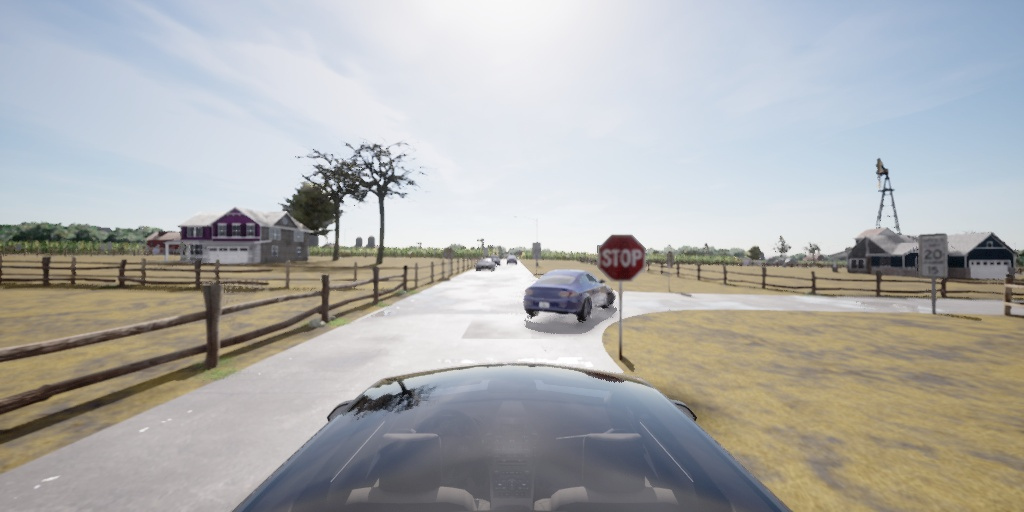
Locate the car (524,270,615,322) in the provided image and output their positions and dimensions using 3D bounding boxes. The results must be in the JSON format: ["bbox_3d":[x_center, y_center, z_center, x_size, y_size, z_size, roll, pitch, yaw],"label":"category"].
[{"bbox_3d":[1.986,1.179,11.890,1.812,1.442,4.674,0,0,28],"label":"car"}]

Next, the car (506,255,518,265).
[{"bbox_3d":[-0.012,0.748,62.569,1.812,1.442,4.674,0,0,0],"label":"car"}]

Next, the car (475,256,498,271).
[{"bbox_3d":[-2.852,0.951,39.345,1.994,1.385,4.181,0,0,0],"label":"car"}]

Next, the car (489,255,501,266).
[{"bbox_3d":[-2.836,0.623,55.146,2.097,1.767,4.553,0,0,0],"label":"car"}]
